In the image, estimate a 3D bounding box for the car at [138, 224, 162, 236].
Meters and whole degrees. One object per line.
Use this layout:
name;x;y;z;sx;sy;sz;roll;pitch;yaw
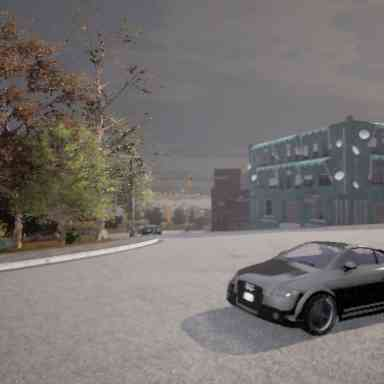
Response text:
car;-4.999;4.655;40.541;1.994;1.385;4.181;-1;-6;-17

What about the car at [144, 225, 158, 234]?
car;-7.914;7.235;64.279;1.837;1.490;4.892;-1;-6;2

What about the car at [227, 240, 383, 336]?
car;2.822;1.740;6.898;4.181;1.385;1.994;1;-2;-26
